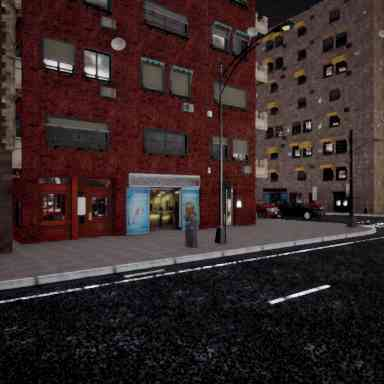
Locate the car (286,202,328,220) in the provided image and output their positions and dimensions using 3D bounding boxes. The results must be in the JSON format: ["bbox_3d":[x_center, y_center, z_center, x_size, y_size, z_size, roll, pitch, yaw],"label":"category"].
[{"bbox_3d":[9.982,1.712,31.355,1.882,1.535,5.008,0,-1,-37],"label":"car"}]

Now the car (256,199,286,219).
[{"bbox_3d":[6.069,1.588,31.992,2.192,1.841,5.009,-1,0,-37],"label":"car"}]

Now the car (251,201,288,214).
[{"bbox_3d":[9.646,1.901,41.617,1.947,1.339,4.313,-1,0,-37],"label":"car"}]

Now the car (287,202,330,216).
[{"bbox_3d":[12.999,1.847,37.172,1.802,1.307,4.206,-1,0,-37],"label":"car"}]
